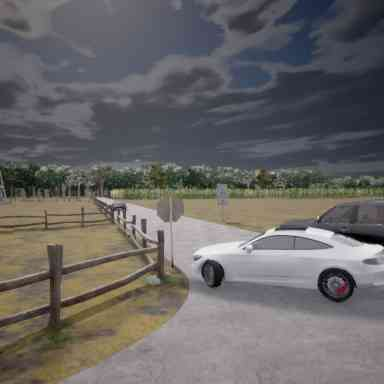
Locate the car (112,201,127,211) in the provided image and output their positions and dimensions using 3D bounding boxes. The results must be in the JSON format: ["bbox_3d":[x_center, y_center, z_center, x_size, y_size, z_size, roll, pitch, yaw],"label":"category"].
[{"bbox_3d":[-10.869,1.988,49.470,2.033,1.411,5.357,-2,0,-18],"label":"car"}]

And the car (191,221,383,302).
[{"bbox_3d":[2.240,1.614,8.318,4.674,1.442,1.812,-2,0,26],"label":"car"}]

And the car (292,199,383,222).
[{"bbox_3d":[5.108,1.230,9.829,2.150,2.045,5.566,-2,0,-40],"label":"car"}]
